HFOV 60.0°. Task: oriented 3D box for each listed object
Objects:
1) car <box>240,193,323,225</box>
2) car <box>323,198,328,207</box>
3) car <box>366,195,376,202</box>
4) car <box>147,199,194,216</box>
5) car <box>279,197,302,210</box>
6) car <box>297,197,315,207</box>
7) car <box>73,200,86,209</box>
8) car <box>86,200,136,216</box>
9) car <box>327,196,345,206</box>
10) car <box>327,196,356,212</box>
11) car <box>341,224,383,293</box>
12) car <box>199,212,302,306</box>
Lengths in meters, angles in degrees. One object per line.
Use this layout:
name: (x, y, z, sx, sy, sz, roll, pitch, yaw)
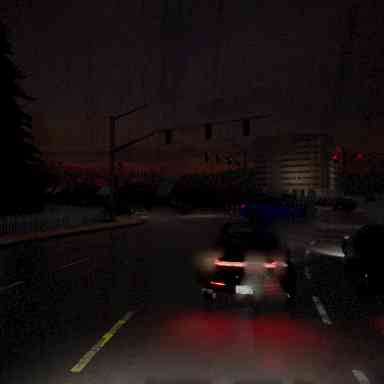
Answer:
car: (6.277, 1.254, 24.309, 5.566, 2.045, 2.150, 0, 0, 32)
car: (19.176, 1.547, 47.886, 2.033, 1.411, 5.357, 0, 0, 32)
car: (42.651, 1.525, 79.273, 2.128, 1.511, 4.902, 0, 0, 32)
car: (-2.199, 1.533, 33.820, 5.008, 1.535, 1.882, 0, 0, 30)
car: (13.404, 1.505, 45.191, 1.837, 1.490, 4.892, 0, 0, 32)
car: (18.156, 1.526, 52.891, 1.812, 1.442, 4.674, 0, 0, 32)
car: (-12.040, 1.656, 39.852, 4.718, 1.301, 1.895, 0, 0, 32)
car: (-7.783, 1.547, 33.071, 4.902, 1.511, 2.128, 0, 0, 32)
car: (24.626, 1.492, 56.709, 2.128, 1.511, 4.902, 0, 0, 32)
car: (17.730, 1.493, 38.680, 2.128, 1.511, 4.902, 0, 0, 35)
car: (5.178, 1.547, 8.537, 2.033, 1.411, 5.357, 0, 0, 16)
car: (1.426, 1.492, 8.164, 2.128, 1.511, 4.902, 0, 0, 12)
